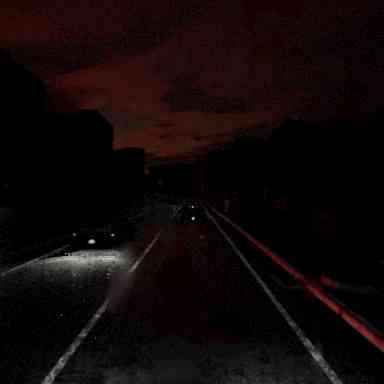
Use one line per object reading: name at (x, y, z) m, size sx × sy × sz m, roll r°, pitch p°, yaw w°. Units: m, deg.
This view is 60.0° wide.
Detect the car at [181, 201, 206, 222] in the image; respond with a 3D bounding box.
car at (0.091, 1.640, 26.543) m, size 1.895 × 1.301 × 4.718 m, roll 0°, pitch 0°, yaw 0°

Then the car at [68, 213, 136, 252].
car at (-3.571, 1.577, 13.854) m, size 1.994 × 1.385 × 4.181 m, roll 0°, pitch 0°, yaw 0°

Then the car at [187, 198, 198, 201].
car at (0.068, 1.553, 42.948) m, size 1.837 × 1.490 × 4.892 m, roll 0°, pitch 0°, yaw 0°

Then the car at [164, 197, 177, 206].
car at (-3.607, 1.570, 55.647) m, size 1.895 × 1.301 × 4.718 m, roll 0°, pitch 1°, yaw 0°
